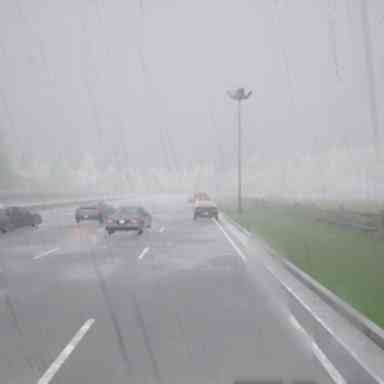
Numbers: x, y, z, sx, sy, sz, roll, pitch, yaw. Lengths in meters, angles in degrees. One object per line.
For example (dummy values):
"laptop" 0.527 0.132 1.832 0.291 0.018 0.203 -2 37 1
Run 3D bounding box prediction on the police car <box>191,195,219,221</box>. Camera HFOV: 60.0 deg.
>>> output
"police car" 1.053 1.341 26.756 1.930 1.638 5.238 0 0 0

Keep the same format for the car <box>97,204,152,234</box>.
"car" -3.398 1.488 18.636 2.033 1.411 5.357 0 0 0

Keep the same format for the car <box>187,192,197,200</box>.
"car" 0.011 1.005 76.986 2.097 1.767 4.553 0 0 0

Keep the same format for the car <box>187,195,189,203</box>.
"car" 0.011 1.404 62.183 1.895 1.301 4.718 0 0 0

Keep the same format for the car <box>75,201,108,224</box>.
"car" -6.897 1.415 24.092 2.128 1.511 4.902 0 0 0

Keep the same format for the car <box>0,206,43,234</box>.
"car" -10.398 1.488 18.648 2.033 1.411 5.357 0 0 0

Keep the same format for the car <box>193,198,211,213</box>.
"car" 1.055 1.410 36.647 1.812 1.442 4.674 0 0 0

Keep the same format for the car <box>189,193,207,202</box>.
"car" 1.056 1.089 42.676 2.150 2.045 5.566 0 0 0
